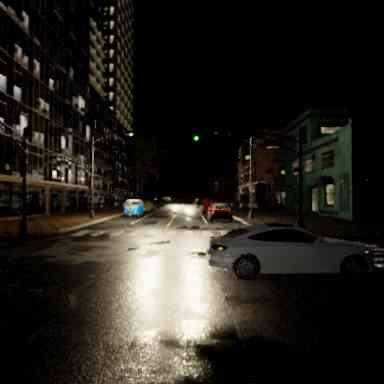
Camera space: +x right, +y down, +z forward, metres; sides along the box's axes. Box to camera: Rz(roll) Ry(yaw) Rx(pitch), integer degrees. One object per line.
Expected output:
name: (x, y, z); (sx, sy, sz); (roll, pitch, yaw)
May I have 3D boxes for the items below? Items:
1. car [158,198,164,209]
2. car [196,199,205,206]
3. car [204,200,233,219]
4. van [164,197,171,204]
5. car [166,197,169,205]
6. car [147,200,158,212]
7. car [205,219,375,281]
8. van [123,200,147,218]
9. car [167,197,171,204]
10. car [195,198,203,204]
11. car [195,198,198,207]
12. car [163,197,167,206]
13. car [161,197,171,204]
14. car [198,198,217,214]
car: (-6.285, 2.150, 57.193); (1.802, 1.307, 4.206); (1, -1, -1)
car: (1.919, 2.326, 74.338); (1.947, 1.339, 4.313); (1, -1, -1)
car: (2.390, 1.743, 28.952); (1.967, 1.590, 4.097); (1, -1, -1)
van: (-6.631, 2.251, 91.236); (1.690, 1.788, 3.998); (1, -1, -1)
car: (-6.402, 2.248, 68.540); (1.947, 1.339, 4.313); (1, -1, -1)
car: (-6.165, 1.977, 45.676); (1.752, 1.417, 4.829); (1, -1, -1)
car: (2.727, 1.633, 9.607); (4.674, 1.442, 1.812); (0, -1, 0)
van: (-6.046, 1.680, 34.502); (1.690, 1.788, 3.998); (1, -1, -1)
car: (-6.518, 2.347, 79.887); (2.008, 1.369, 4.403); (1, -1, -1)
car: (1.804, 2.315, 85.686); (1.967, 1.590, 4.097); (1, -1, -1)
car: (2.041, 1.961, 62.994); (2.192, 1.841, 5.009); (1, -1, -1)
car: (-6.343, 2.191, 62.866); (1.947, 1.339, 4.313); (1, -1, -1)
car: (-6.572, 2.168, 85.563); (2.192, 1.841, 5.009); (1, -1, -1)
car: (2.275, 1.732, 40.300); (2.192, 1.841, 5.009); (1, -1, -1)
